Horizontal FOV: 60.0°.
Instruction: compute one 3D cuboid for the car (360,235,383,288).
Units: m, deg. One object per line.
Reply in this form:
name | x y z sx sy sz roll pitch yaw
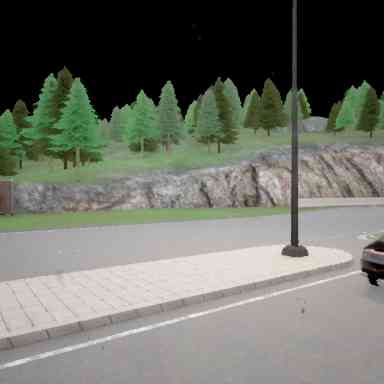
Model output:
car | 5.997 1.491 8.019 4.902 1.511 2.128 0 0 -35
